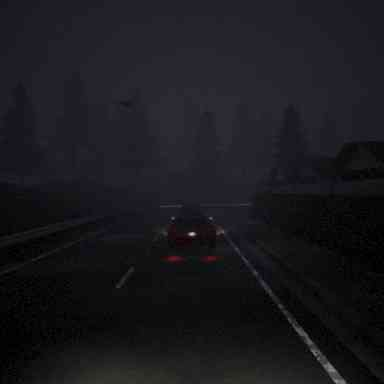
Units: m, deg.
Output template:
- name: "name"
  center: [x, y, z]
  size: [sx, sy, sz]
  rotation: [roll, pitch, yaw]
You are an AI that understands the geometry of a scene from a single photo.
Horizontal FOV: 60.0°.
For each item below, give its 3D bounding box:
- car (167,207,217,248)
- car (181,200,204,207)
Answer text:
- name: "car"
  center: [0.000, 1.572, 14.650]
  size: [1.994, 1.385, 4.181]
  rotation: [0, 0, 0]
- name: "car"
  center: [0.013, 1.480, 29.555]
  size: [1.882, 1.535, 5.008]
  rotation: [0, 0, 3]
